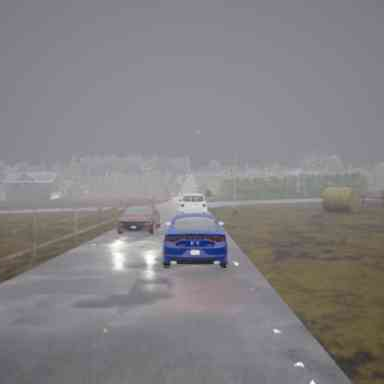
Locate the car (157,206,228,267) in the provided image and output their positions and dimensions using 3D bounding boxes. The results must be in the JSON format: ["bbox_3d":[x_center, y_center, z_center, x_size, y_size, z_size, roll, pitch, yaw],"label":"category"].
[{"bbox_3d":[0.096,1.451,11.307,1.882,1.535,5.008,0,0,0],"label":"car"}]

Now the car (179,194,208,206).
[{"bbox_3d":[0.105,1.147,27.284,2.150,2.045,5.566,0,0,0],"label":"car"}]

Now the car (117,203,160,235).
[{"bbox_3d":[-2.841,1.430,18.662,1.882,1.535,5.008,0,0,0],"label":"car"}]
